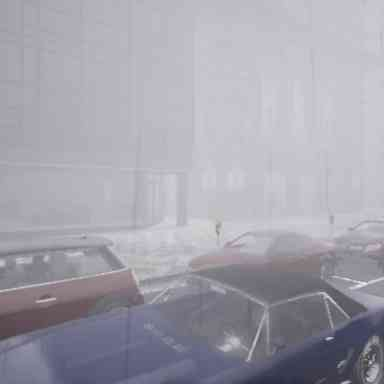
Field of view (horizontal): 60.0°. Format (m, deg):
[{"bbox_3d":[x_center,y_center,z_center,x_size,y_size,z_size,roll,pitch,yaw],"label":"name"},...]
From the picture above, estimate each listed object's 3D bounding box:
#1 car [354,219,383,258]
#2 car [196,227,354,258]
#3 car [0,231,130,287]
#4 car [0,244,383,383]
[{"bbox_3d":[6.385,1.582,11.206,4.206,1.307,1.802,0,0,-36],"label":"car"},{"bbox_3d":[1.798,1.581,7.930,4.206,1.307,1.802,0,0,-36],"label":"car"},{"bbox_3d":[-2.789,1.440,4.655,4.097,1.590,1.967,0,0,-36],"label":"car"},{"bbox_3d":[0.395,1.600,3.663,4.718,1.301,1.895,0,0,-36],"label":"car"}]
